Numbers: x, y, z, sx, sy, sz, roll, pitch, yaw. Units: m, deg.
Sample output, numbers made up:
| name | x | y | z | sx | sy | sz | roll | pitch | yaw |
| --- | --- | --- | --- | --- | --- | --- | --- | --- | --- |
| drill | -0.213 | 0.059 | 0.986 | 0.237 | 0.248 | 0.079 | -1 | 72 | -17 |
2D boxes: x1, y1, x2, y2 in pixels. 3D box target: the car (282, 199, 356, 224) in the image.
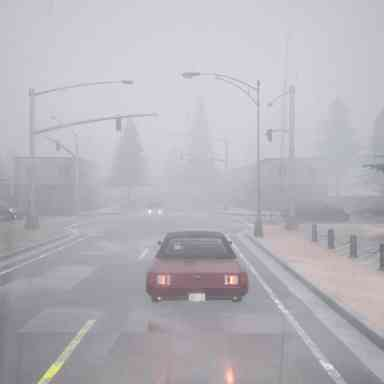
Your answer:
| name | x | y | z | sx | sy | sz | roll | pitch | yaw |
| --- | --- | --- | --- | --- | --- | --- | --- | --- | --- |
| car | 9.004 | 1.336 | 24.347 | 4.553 | 1.767 | 2.097 | 0 | 0 | 2 |

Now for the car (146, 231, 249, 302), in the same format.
| name | x | y | z | sx | sy | sz | roll | pitch | yaw |
| --- | --- | --- | --- | --- | --- | --- | --- | --- | --- |
| car | 0.075 | 1.601 | 8.187 | 1.895 | 1.301 | 4.718 | 0 | 0 | -1 |

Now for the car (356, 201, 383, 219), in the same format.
| name | x | y | z | sx | sy | sz | roll | pitch | yaw |
| --- | --- | --- | --- | --- | --- | --- | --- | --- | --- |
| car | 15.775 | 1.476 | 27.844 | 4.902 | 1.511 | 2.128 | 0 | 0 | 2 |

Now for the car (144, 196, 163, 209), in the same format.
| name | x | y | z | sx | sy | sz | roll | pitch | yaw |
| --- | --- | --- | --- | --- | --- | --- | --- | --- | --- |
| car | -4.818 | 1.529 | 43.404 | 1.994 | 1.385 | 4.181 | 0 | 0 | -6 |

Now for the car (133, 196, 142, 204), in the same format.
| name | x | y | z | sx | sy | sz | roll | pitch | yaw |
| --- | --- | --- | --- | --- | --- | --- | --- | --- | --- |
| car | -9.568 | 1.443 | 61.890 | 1.882 | 1.535 | 5.008 | 0 | 0 | -23 |

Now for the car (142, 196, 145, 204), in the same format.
| name | x | y | z | sx | sy | sz | roll | pitch | yaw |
| --- | --- | --- | --- | --- | --- | --- | --- | --- | --- |
| car | -6.319 | 1.470 | 52.153 | 1.837 | 1.490 | 4.892 | 0 | 0 | -15 |

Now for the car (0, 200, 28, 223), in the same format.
| name | x | y | z | sx | sy | sz | roll | pitch | yaw |
| --- | --- | --- | --- | --- | --- | --- | --- | --- | --- |
| car | -14.919 | 1.337 | 25.113 | 4.553 | 1.767 | 2.097 | 0 | 0 | 1 |
